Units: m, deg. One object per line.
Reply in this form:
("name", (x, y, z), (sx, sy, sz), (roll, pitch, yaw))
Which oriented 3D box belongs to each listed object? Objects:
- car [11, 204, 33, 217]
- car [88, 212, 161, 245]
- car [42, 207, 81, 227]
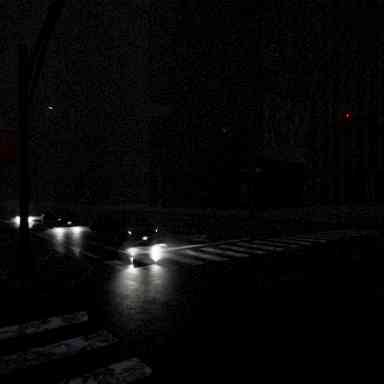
("car", (-20.560, 2.149, 40.194), (2.128, 1.511, 4.902), (-1, -1, -36))
("car", (-3.684, 1.734, 17.115), (2.033, 1.411, 5.357), (-1, -1, -36))
("car", (-10.511, 1.922, 26.427), (2.033, 1.411, 5.357), (-1, -1, -36))
